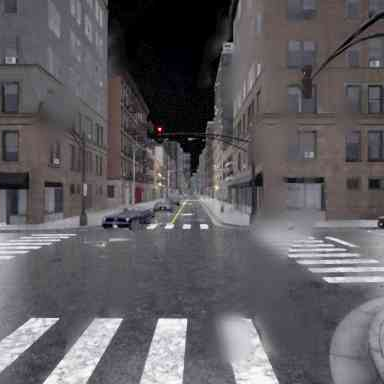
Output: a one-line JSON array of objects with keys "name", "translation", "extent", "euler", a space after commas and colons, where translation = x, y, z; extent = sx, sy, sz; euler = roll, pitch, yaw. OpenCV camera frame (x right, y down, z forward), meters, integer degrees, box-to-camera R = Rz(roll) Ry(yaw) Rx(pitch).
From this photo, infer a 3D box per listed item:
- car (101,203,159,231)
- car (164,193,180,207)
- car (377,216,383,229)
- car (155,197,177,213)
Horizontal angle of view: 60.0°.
[{"name": "car", "translation": [-3.919, 1.620, 21.199], "extent": [1.895, 1.301, 4.718], "euler": [0, 1, 12]}, {"name": "car", "translation": [-2.993, 1.173, 51.515], "extent": [2.150, 2.045, 5.566], "euler": [0, 0, 0]}, {"name": "car", "translation": [12.169, 1.441, 17.439], "extent": [4.507, 1.381, 1.887], "euler": [-1, 0, 1]}, {"name": "car", "translation": [-3.030, 1.545, 36.350], "extent": [1.994, 1.385, 4.181], "euler": [0, 0, 0]}]
